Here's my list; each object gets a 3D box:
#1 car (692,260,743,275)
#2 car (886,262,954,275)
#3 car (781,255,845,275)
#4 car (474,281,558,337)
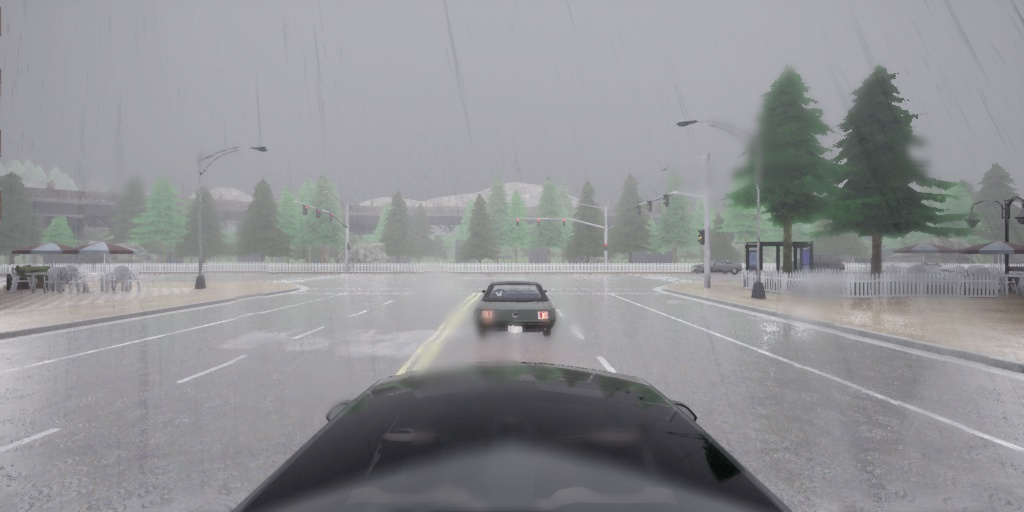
[{"bbox_3d":[21.489,1.186,37.649,4.902,1.511,2.128,0,0,0],"label":"car"},{"bbox_3d":[41.808,1.295,36.746,4.718,1.301,1.895,0,0,10],"label":"car"},{"bbox_3d":[31.523,0.916,37.585,5.566,2.045,2.150,0,0,1],"label":"car"},{"bbox_3d":[0.074,1.351,10.216,1.895,1.301,4.718,0,0,0],"label":"car"}]
